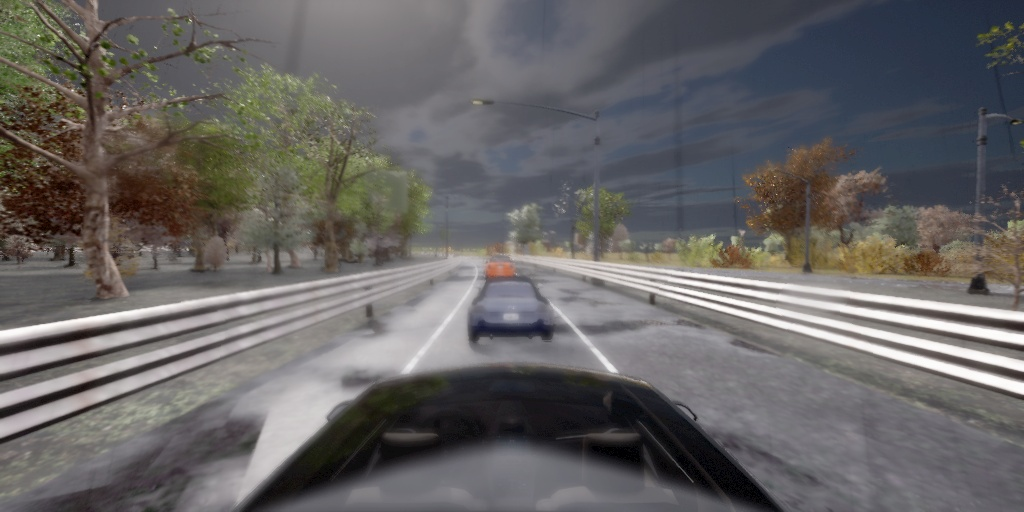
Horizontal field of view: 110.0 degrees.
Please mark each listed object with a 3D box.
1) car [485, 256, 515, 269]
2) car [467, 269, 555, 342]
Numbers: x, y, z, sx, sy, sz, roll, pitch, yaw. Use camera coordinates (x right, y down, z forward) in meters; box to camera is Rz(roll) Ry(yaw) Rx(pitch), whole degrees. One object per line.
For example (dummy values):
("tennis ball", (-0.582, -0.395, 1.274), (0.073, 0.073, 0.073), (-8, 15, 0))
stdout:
("car", (-0.938, 0.760, 27.050), (2.097, 1.767, 4.553), (0, 1, -4))
("car", (-0.067, 1.211, 9.499), (1.994, 1.385, 4.181), (0, 1, -1))
